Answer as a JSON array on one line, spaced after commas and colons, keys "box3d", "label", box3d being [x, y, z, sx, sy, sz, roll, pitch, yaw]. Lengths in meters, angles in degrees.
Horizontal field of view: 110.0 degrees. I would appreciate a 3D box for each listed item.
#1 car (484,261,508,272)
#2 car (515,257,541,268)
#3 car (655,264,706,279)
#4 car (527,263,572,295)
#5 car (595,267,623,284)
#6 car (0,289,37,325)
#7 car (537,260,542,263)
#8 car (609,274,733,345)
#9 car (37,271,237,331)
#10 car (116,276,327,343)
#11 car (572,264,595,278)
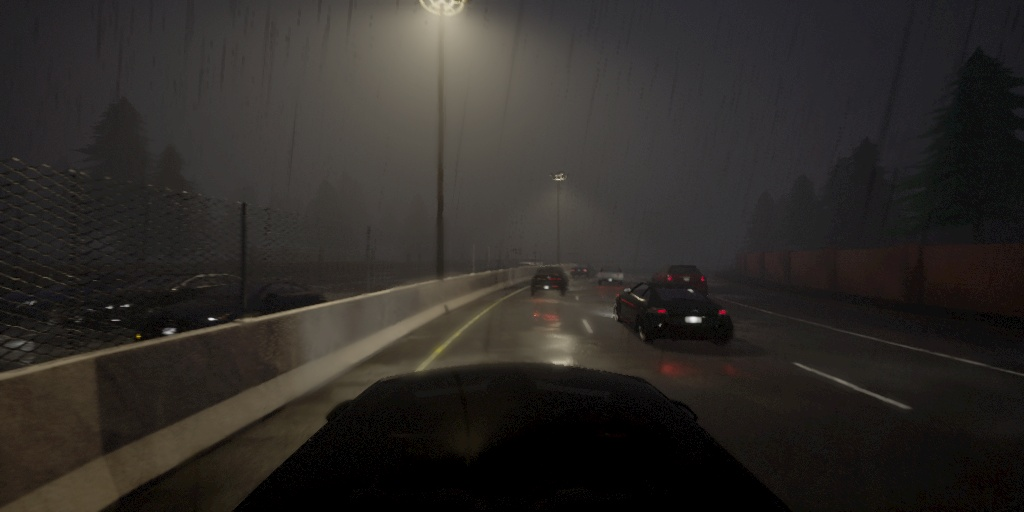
[{"box3d": [-2.152, 1.498, 50.498, 1.812, 1.442, 4.674, 0, 0, 27], "label": "car"}, {"box3d": [2.559, 1.227, 51.957, 2.150, 2.045, 5.566, 0, -1, 29], "label": "car"}, {"box3d": [9.373, 1.239, 20.404, 2.097, 1.767, 4.553, 0, 0, 12], "label": "car"}, {"box3d": [2.246, 1.356, 20.537, 1.837, 1.490, 4.892, 0, 0, 11], "label": "car"}, {"box3d": [8.046, 1.523, 29.039, 1.895, 1.301, 4.718, 0, 0, 17], "label": "car"}, {"box3d": [-13.426, 1.254, 11.725, 1.812, 1.442, 4.674, 0, 0, 6], "label": "car"}, {"box3d": [5.692, 1.613, 50.454, 1.895, 1.301, 4.718, 0, 0, 29], "label": "car"}, {"box3d": [4.136, 1.374, 9.840, 1.994, 1.385, 4.181, 0, 0, 5], "label": "car"}, {"box3d": [-9.995, 1.234, 10.913, 2.128, 1.511, 4.902, 0, 0, 6], "label": "car"}, {"box3d": [-6.642, 1.315, 9.127, 1.994, 1.385, 4.181, 0, 0, 5], "label": "car"}, {"box3d": [7.625, 1.510, 38.047, 2.033, 1.411, 5.357, 0, 0, 23], "label": "car"}]
